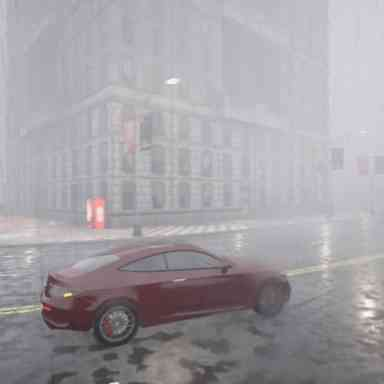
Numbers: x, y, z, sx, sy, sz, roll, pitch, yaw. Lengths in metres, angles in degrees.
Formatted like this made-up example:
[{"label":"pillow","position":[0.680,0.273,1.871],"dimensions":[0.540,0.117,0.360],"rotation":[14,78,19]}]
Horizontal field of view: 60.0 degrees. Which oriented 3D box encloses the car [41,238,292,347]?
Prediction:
[{"label":"car","position":[-0.317,1.633,6.348],"dimensions":[4.674,1.442,1.812],"rotation":[0,-1,-24]}]
